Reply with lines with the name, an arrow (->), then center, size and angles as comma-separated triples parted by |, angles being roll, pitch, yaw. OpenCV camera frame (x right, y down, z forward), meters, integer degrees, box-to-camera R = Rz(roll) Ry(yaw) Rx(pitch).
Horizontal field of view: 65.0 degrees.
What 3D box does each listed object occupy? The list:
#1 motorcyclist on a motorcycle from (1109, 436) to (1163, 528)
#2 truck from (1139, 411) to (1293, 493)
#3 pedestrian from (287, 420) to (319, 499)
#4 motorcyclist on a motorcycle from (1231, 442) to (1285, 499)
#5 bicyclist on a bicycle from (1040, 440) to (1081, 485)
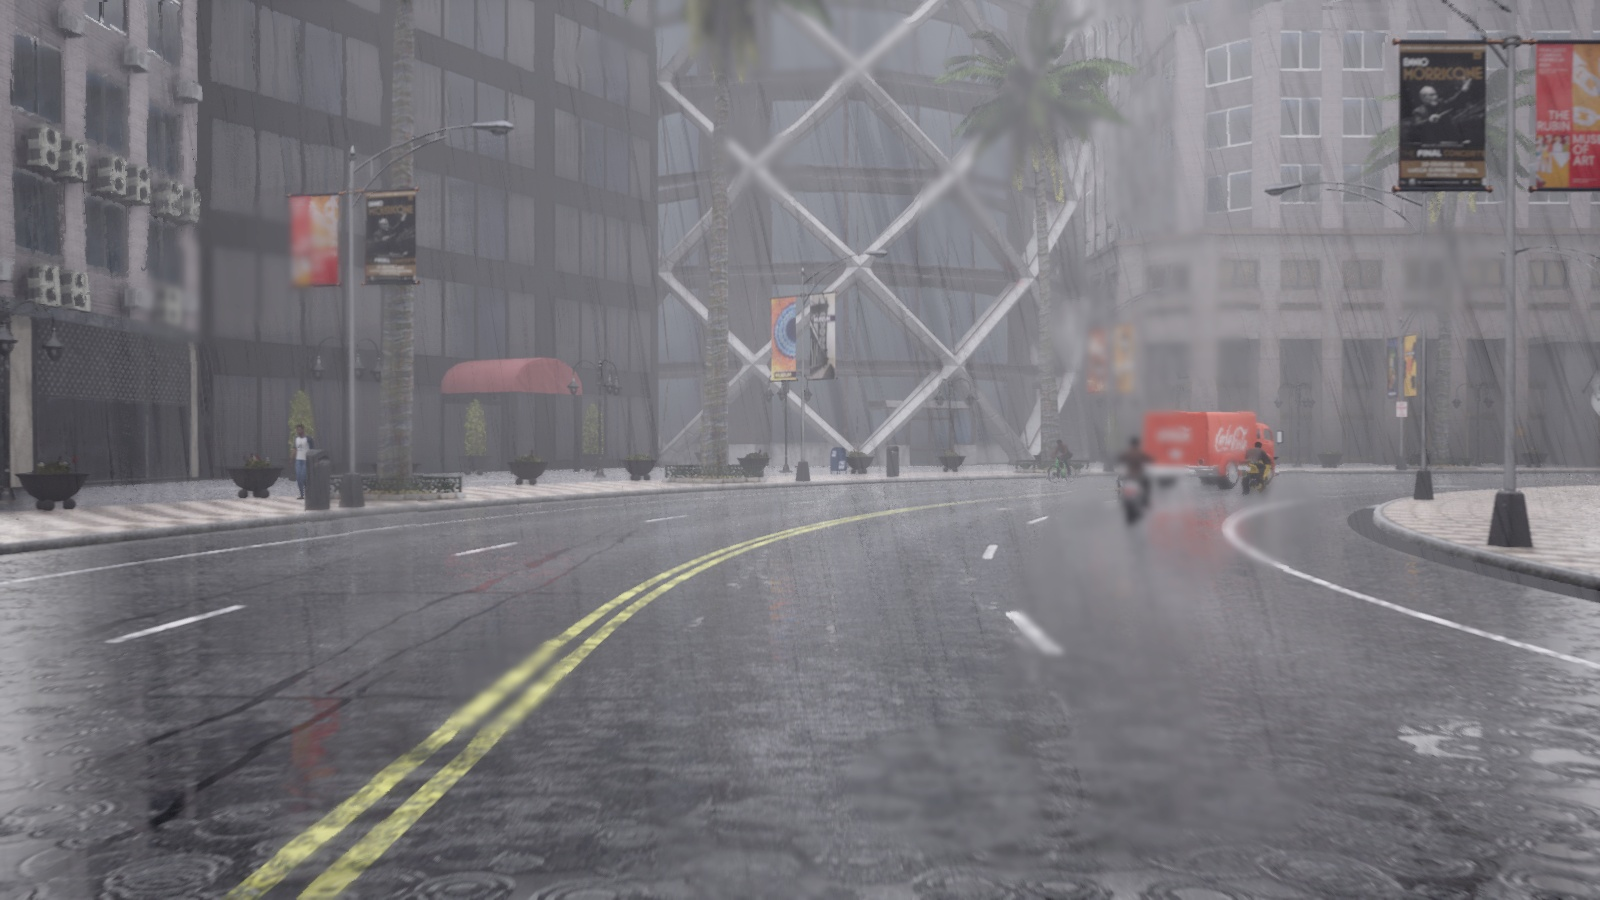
motorcyclist on a motorcycle -> 6.366, 0.568, 23.713 | 0.766, 1.649, 2.350 | 0, 0, 20
truck -> 13.489, 0.042, 40.547 | 5.204, 2.467, 2.627 | 0, 0, -44
pedestrian -> -11.745, 0.226, 29.685 | 0.354, 1.836, 0.706 | 0, 0, 12
motorcyclist on a motorcycle -> 12.614, 0.544, 34.550 | 0.797, 1.523, 2.044 | 1, 1, 38
bicyclist on a bicycle -> 9.654, 0.445, 46.454 | 1.656, 1.620, 0.582 | -1, 1, -40
